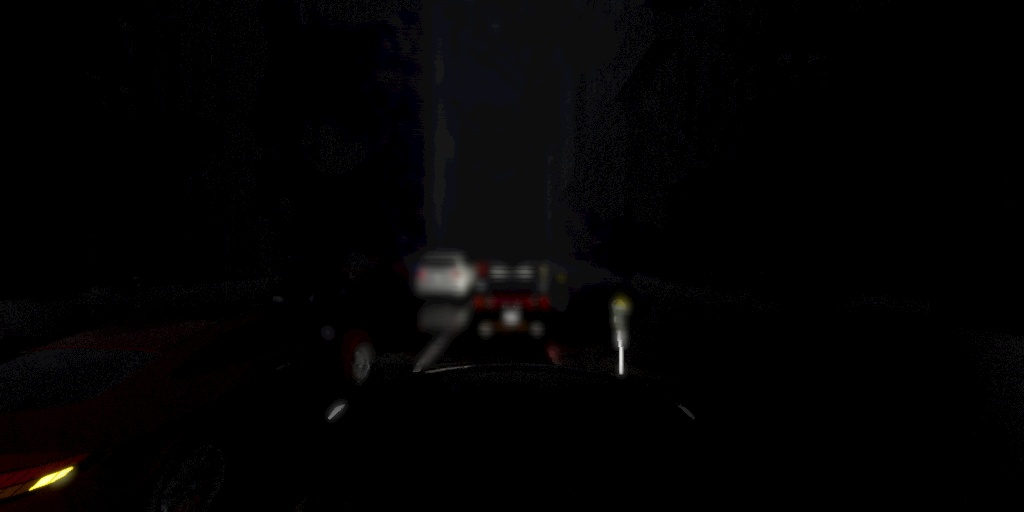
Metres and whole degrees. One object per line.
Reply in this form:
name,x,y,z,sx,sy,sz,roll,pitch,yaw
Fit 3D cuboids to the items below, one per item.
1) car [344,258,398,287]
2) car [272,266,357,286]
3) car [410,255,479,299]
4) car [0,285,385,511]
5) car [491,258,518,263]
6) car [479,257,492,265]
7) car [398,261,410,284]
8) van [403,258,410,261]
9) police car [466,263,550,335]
car,-8.908,1.064,21.556,2.192,1.841,5.009,0,0,0
car,-8.908,1.315,15.920,1.948,1.339,4.313,0,0,0
car,-3.137,0.974,18.040,2.150,2.045,5.566,0,0,0
car,-3.145,1.275,3.862,1.812,1.442,4.674,0,0,0
car,-0.383,1.189,27.203,1.967,1.591,4.097,0,0,0
car,-3.127,1.100,33.887,2.097,1.767,4.553,0,0,0
car,-8.908,1.294,27.194,1.888,1.381,4.507,0,0,0
van,-8.908,1.090,32.830,1.690,1.789,3.998,0,0,0
police car,-0.012,1.174,10.610,1.930,1.638,5.238,0,0,0
